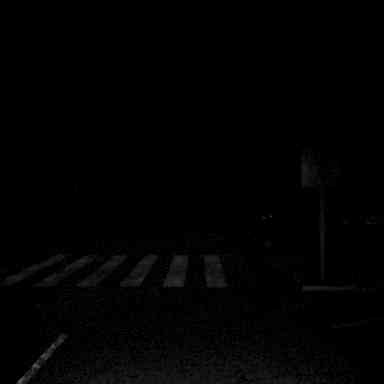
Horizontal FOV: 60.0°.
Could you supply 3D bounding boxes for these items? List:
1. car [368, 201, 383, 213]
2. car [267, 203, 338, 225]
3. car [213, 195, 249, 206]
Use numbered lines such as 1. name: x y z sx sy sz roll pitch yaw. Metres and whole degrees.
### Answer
1. car: 21.008 1.546 35.085 2.163 1.488 4.792 0 -1 -21
2. car: 7.727 1.492 23.175 5.008 1.535 1.882 0 -1 -16
3. car: 4.718 0.866 39.195 4.674 1.442 1.812 -4 2 -26
